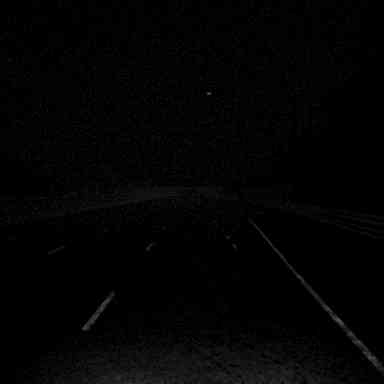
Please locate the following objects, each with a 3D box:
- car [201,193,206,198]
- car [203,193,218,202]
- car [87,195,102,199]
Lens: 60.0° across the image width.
[{"bbox_3d":[3.519,1.492,74.988,1.882,1.535,5.008,0,0,0],"label":"car"},{"bbox_3d":[3.515,1.389,58.492,1.994,1.385,4.181,0,0,0],"label":"car"},{"bbox_3d":[-17.485,1.217,59.431,1.882,1.535,5.008,0,0,0],"label":"car"}]
